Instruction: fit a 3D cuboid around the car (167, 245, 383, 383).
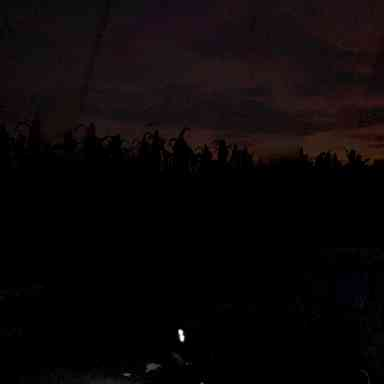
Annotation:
[{"bbox_3d":[2.337,1.543,4.743,5.357,1.411,2.033,0,0,-36],"label":"car"}]
